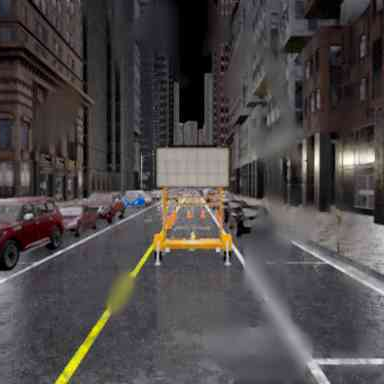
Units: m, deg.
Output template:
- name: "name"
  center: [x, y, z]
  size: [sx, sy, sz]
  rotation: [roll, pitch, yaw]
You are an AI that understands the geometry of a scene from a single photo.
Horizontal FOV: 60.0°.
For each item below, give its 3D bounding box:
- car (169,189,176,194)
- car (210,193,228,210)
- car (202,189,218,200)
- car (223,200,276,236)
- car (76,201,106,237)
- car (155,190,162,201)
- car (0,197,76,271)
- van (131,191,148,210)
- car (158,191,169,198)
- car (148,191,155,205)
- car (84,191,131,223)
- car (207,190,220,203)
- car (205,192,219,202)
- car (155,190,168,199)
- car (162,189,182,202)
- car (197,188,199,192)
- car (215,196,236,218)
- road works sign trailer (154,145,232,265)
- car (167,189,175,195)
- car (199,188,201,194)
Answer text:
- name: "car"
  center: [-5.508, -0.086, 94.456]
  size: [1.887, 1.381, 4.507]
  rotation: [0, 1, 0]
- name: "car"
  center: [2.836, 1.067, 27.236]
  size: [2.008, 1.369, 4.403]
  rotation: [0, 1, 0]
- name: "car"
  center: [2.882, 0.541, 44.035]
  size: [2.192, 1.841, 5.009]
  rotation: [0, 1, 0]
- name: "car"
  center: [2.806, 1.279, 16.034]
  size: [1.947, 1.339, 4.313]
  rotation: [0, 1, 0]
- name: "car"
  center: [-5.719, 1.294, 16.044]
  size: [1.802, 1.307, 4.206]
  rotation: [0, 1, 0]
- name: "car"
  center: [-5.628, 0.570, 49.648]
  size: [1.967, 1.590, 4.097]
  rotation: [0, 1, 0]
- name: "car"
  center: [-5.733, 1.126, 10.439]
  size: [2.192, 1.841, 5.009]
  rotation: [0, 1, 0]
- name: "van"
  center: [-5.673, 0.760, 32.842]
  size: [1.690, 1.788, 3.998]
  rotation: [0, 1, 0]
- name: "car"
  center: [-5.584, 0.425, 66.452]
  size: [1.802, 1.307, 4.206]
  rotation: [0, 1, 0]
- name: "car"
  center: [-5.659, 0.850, 38.276]
  size: [1.752, 1.417, 4.829]
  rotation: [0, 1, 0]
- name: "car"
  center: [-5.703, 0.929, 21.641]
  size: [2.192, 1.841, 5.009]
  rotation: [0, 1, 0]
- name: "car"
  center: [2.852, 0.859, 32.836]
  size: [1.967, 1.590, 4.097]
  rotation: [0, 1, 0]
- name: "car"
  center: [2.896, 0.712, 49.642]
  size: [1.802, 1.307, 4.206]
  rotation: [0, 1, 0]
- name: "car"
  center: [-5.598, 0.378, 60.849]
  size: [1.967, 1.590, 4.097]
  rotation: [0, 1, 0]
- name: "car"
  center: [-2.930, 0.657, 48.505]
  size: [1.837, 1.490, 4.892]
  rotation: [0, 0, 1]
- name: "car"
  center: [3.017, -0.085, 94.451]
  size: [1.887, 1.381, 4.507]
  rotation: [0, 1, 0]
- name: "car"
  center: [2.821, 1.180, 21.635]
  size: [1.947, 1.339, 4.313]
  rotation: [0, 1, 0]
- name: "road works sign trailer"
  center: [0.027, 0.268, 10.873]
  size: [2.380, 3.560, 2.880]
  rotation: [0, 1, 0]
- name: "car"
  center: [-5.524, -0.008, 88.684]
  size: [1.752, 1.417, 4.829]
  rotation: [0, 1, 0]
- name: "car"
  center: [2.957, 0.330, 72.047]
  size: [1.802, 1.307, 4.206]
  rotation: [0, 1, 0]
